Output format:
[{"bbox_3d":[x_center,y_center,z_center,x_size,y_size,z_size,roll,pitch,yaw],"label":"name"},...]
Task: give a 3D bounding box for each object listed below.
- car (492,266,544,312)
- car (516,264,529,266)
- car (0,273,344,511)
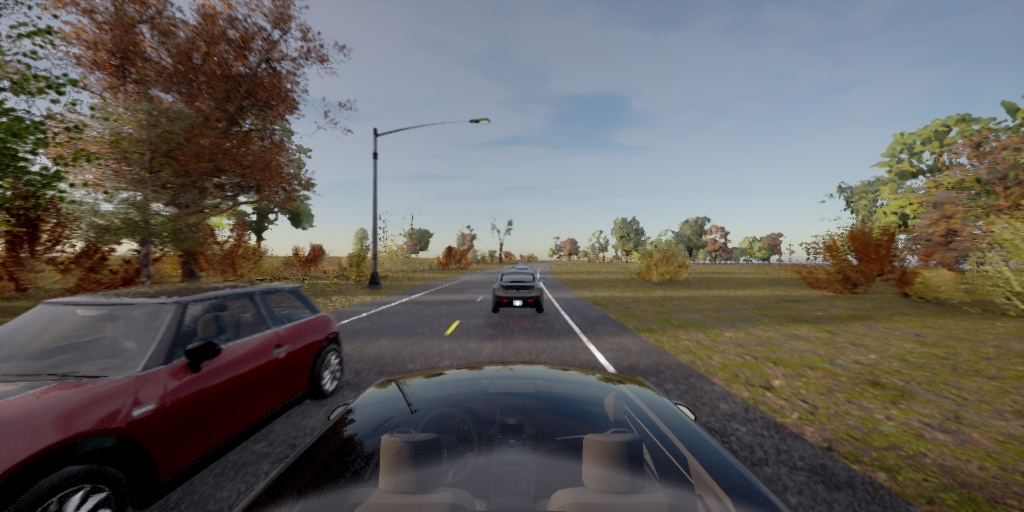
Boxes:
[{"bbox_3d":[0.241,1.325,14.508,1.837,1.490,4.892,0,0,1],"label":"car"},{"bbox_3d":[1.003,1.456,35.023,1.812,1.442,4.674,0,0,3],"label":"car"},{"bbox_3d":[-3.574,1.105,3.454,2.097,1.767,4.553,0,0,0],"label":"car"}]
